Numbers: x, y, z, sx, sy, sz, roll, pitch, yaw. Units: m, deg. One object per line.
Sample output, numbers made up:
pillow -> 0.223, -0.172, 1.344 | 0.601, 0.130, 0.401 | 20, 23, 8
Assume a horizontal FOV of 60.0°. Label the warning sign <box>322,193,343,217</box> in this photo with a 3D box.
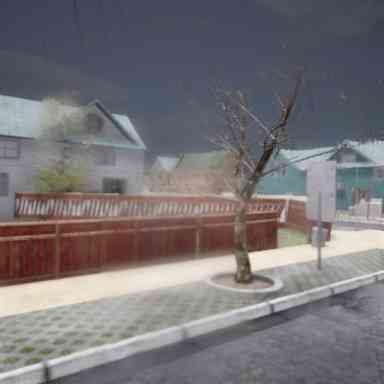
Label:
warning sign -> 11.461, 1.041, 27.138 | 1.300, 1.860, 1.060 | 0, 0, -35
